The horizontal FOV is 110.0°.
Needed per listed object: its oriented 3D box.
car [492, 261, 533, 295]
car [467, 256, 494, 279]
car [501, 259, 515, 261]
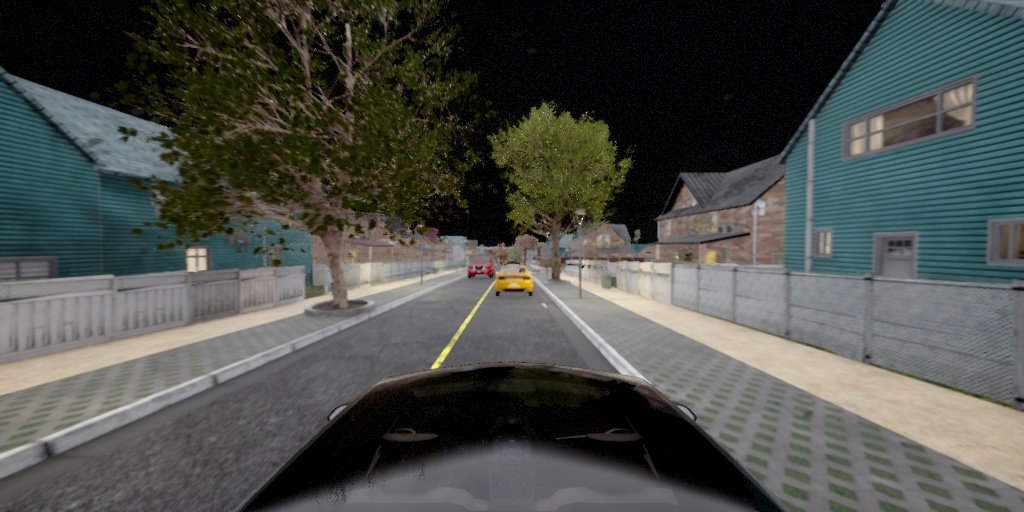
[{"bbox_3d":[0.097,1.235,19.662,1.882,1.535,5.008,0,0,0],"label":"car"},{"bbox_3d":[-2.813,1.022,33.500,2.150,2.045,5.566,0,-1,0],"label":"car"},{"bbox_3d":[0.095,1.306,34.788,1.837,1.490,4.892,0,-1,0],"label":"car"}]
